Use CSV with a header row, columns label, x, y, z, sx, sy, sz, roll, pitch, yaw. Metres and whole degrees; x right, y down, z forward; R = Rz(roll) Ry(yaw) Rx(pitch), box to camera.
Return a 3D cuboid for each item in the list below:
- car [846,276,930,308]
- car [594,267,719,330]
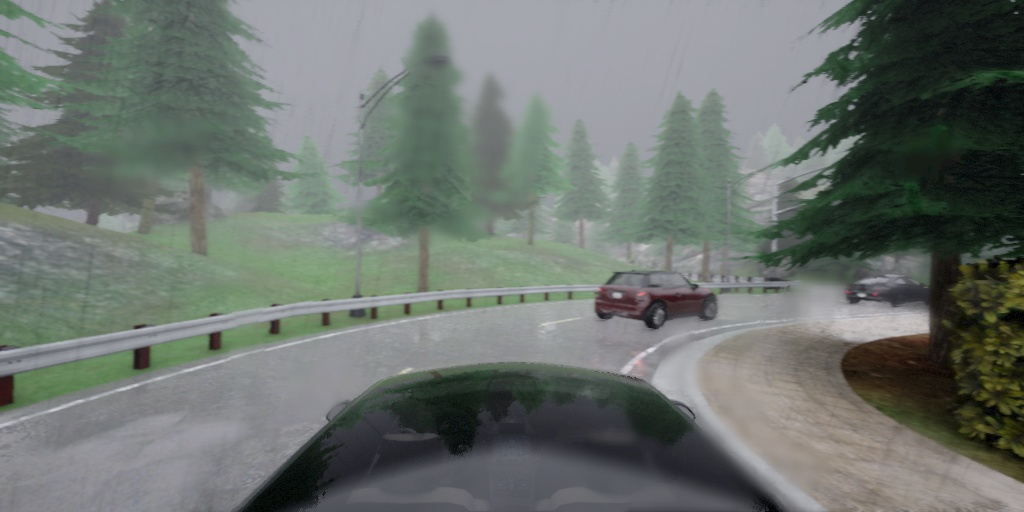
label,x,y,z,sx,sy,sz,roll,pitch,yaw
car,18.605,1.700,17.620,4.674,1.442,1.812,1,0,-20
car,4.929,1.256,12.016,4.553,1.767,2.097,1,-1,-35
